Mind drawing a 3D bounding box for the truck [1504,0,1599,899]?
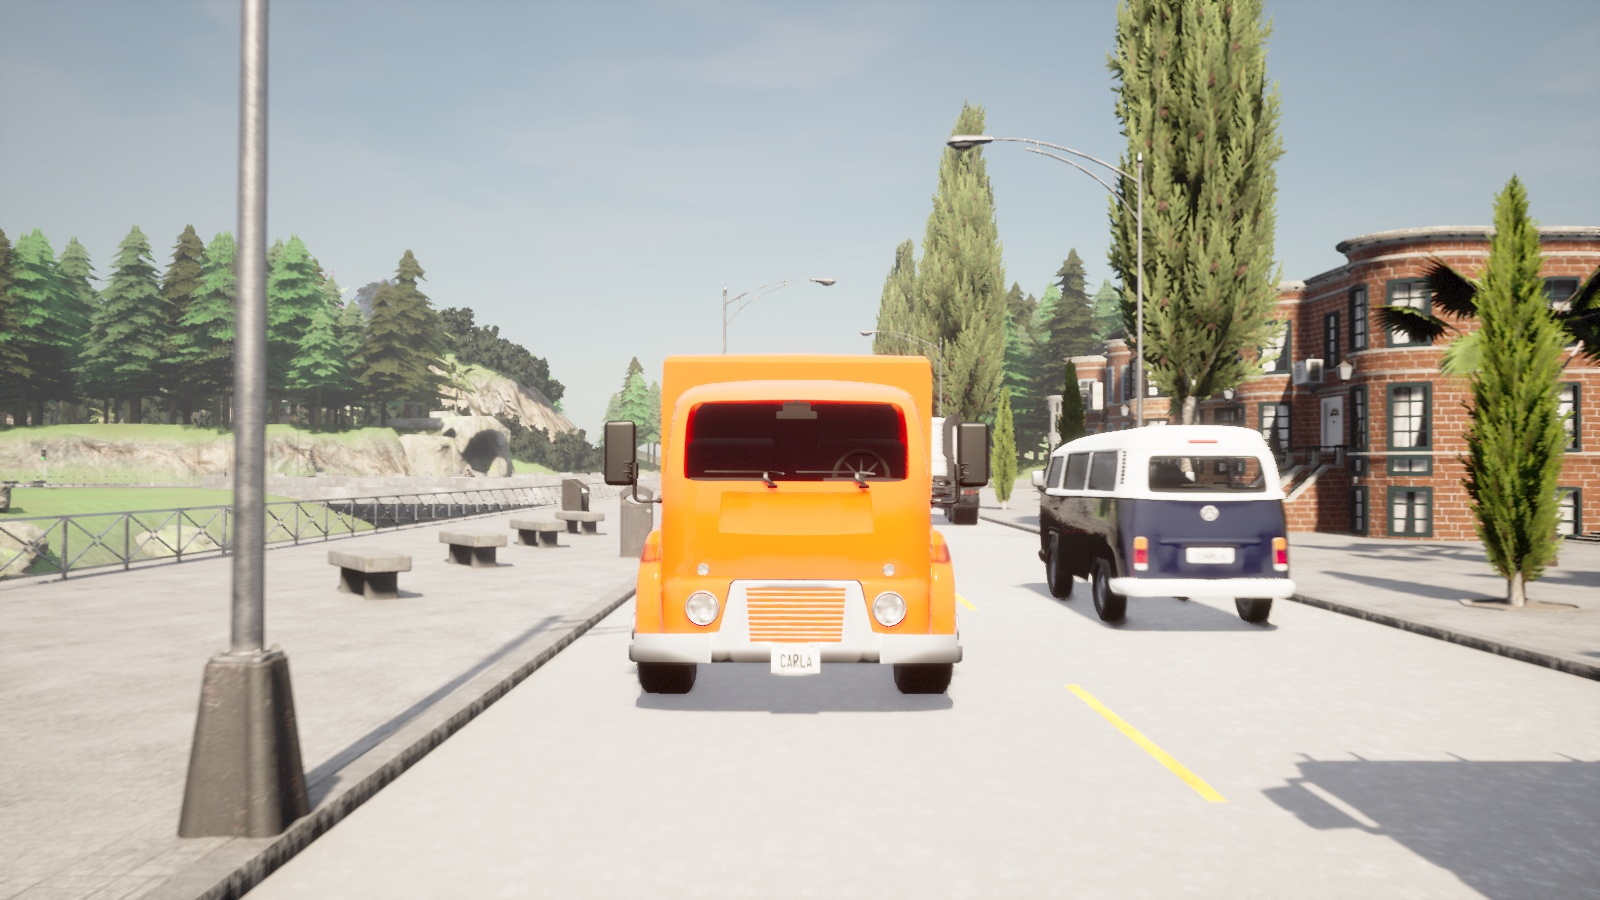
[{"bbox_3d":[3.994,-0.362,0.261,2.891,3.827,8.468,0,-1,0],"label":"truck"}]

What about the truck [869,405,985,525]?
[{"bbox_3d":[3.891,0.492,40.298,2.891,3.462,7.936,0,-1,0],"label":"truck"}]

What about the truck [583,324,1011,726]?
[{"bbox_3d":[-0.030,0.501,10.334,2.627,2.467,5.204,0,-1,0],"label":"truck"}]

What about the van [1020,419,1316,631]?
[{"bbox_3d":[3.960,0.764,14.427,2.069,2.038,4.480,0,-1,0],"label":"van"}]
